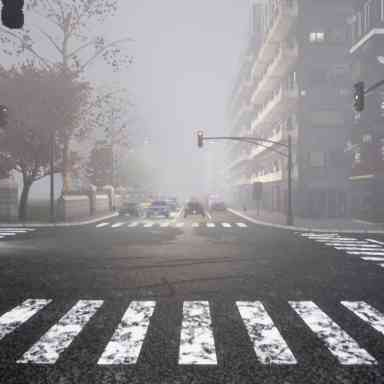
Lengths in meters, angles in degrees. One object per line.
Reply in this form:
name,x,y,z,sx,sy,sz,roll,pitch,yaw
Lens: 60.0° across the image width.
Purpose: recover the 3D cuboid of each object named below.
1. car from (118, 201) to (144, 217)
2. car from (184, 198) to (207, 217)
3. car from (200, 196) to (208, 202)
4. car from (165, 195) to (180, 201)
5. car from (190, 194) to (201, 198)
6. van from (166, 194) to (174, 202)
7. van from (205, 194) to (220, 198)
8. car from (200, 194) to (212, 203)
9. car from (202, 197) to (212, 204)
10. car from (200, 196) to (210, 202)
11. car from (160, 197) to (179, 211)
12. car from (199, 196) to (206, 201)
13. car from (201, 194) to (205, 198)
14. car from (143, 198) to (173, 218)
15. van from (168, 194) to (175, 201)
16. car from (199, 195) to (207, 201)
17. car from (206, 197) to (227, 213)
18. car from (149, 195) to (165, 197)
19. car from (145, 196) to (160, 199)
car,-5.585,1.579,30.928,1.947,1.339,4.313,0,0,0
car,0.217,1.539,31.271,1.812,1.442,4.674,0,0,0
car,2.961,1.634,81.572,1.887,1.381,4.507,0,0,0
car,-2.910,1.540,50.436,1.837,1.490,4.892,0,0,0
car,0.305,1.577,61.691,1.812,1.442,4.674,0,0,0
van,-5.419,1.431,81.600,1.690,1.788,3.998,0,0,0
van,2.833,1.365,42.161,1.690,1.788,3.998,0,0,0
car,2.925,1.382,70.312,2.192,1.841,5.009,0,0,0
car,2.906,1.602,64.681,1.887,1.381,4.507,0,0,0
car,2.943,1.628,75.942,2.008,1.369,4.403,0,0,0
car,-2.960,1.623,40.245,1.895,1.301,4.718,0,0,0
car,2.998,1.699,92.832,1.802,1.307,4.206,0,0,0
car,2.869,1.479,53.422,1.967,1.590,4.097,0,0,0
car,-2.993,1.539,30.321,1.812,1.442,4.674,0,0,0
van,-5.400,1.444,87.229,1.690,1.788,3.998,0,0,0
car,2.980,1.543,87.201,1.967,1.590,4.097,0,0,0
car,2.813,1.563,36.530,1.887,1.381,4.507,0,0,0
car,-5.529,1.346,47.819,2.192,1.841,5.009,0,0,0
car,-5.548,1.549,42.019,1.752,1.417,4.829,0,0,0
